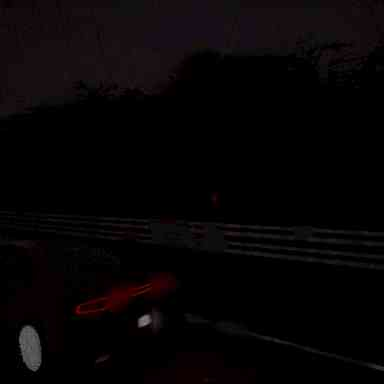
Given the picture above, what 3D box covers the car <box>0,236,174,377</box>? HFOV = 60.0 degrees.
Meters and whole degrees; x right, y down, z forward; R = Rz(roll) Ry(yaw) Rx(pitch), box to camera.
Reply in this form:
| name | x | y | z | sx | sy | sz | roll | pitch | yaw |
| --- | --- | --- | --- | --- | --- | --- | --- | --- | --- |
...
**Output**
| name | x | y | z | sx | sy | sz | roll | pitch | yaw |
| --- | --- | --- | --- | --- | --- | --- | --- | --- | --- |
| car | -2.591 | 1.509 | 5.727 | 5.008 | 1.535 | 1.882 | -1 | 0 | 37 |
